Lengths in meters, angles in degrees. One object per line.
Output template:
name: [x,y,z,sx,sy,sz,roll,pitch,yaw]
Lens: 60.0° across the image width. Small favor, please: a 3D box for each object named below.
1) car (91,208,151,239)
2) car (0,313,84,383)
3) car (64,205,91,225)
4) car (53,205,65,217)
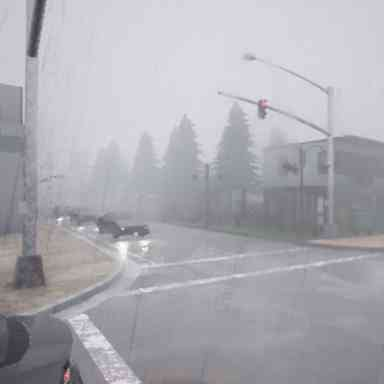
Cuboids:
car: [-4.276,1.878,19.982,2.033,1.411,5.357,1,-1,-30]
car: [-3.101,1.530,1.686,4.892,1.490,1.837,1,-1,-32]
car: [-9.426,2.024,29.064,2.033,1.411,5.357,1,-1,-29]
car: [-15.066,2.200,39.043,1.994,1.385,4.181,1,-1,-29]
